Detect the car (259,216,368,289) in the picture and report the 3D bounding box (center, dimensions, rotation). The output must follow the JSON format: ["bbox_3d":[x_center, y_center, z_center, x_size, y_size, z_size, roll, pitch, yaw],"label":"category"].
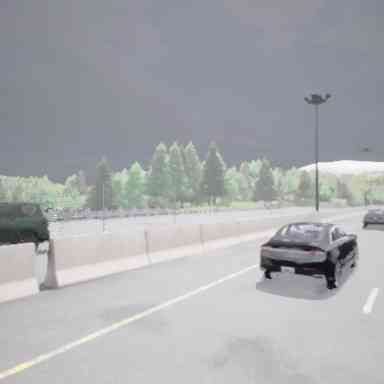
[{"bbox_3d":[3.568,1.624,9.730,2.128,1.511,4.902,-1,-1,34],"label":"car"}]

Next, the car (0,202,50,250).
[{"bbox_3d":[-7.922,1.372,11.814,2.150,2.045,5.566,-1,-1,34],"label":"car"}]

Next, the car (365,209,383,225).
[{"bbox_3d":[14.919,2.090,26.652,2.033,1.411,5.357,-1,-2,34],"label":"car"}]
